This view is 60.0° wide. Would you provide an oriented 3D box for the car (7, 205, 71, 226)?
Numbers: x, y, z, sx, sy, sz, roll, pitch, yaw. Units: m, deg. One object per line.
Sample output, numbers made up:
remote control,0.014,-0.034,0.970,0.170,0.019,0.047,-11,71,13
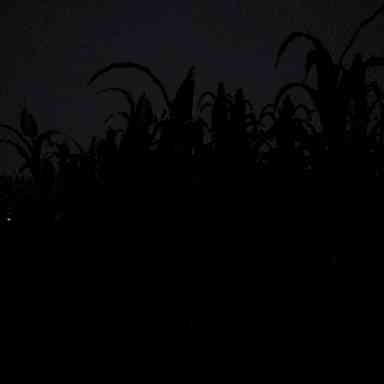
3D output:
car,-11.108,1.685,24.877,1.837,1.490,4.892,0,-1,37
